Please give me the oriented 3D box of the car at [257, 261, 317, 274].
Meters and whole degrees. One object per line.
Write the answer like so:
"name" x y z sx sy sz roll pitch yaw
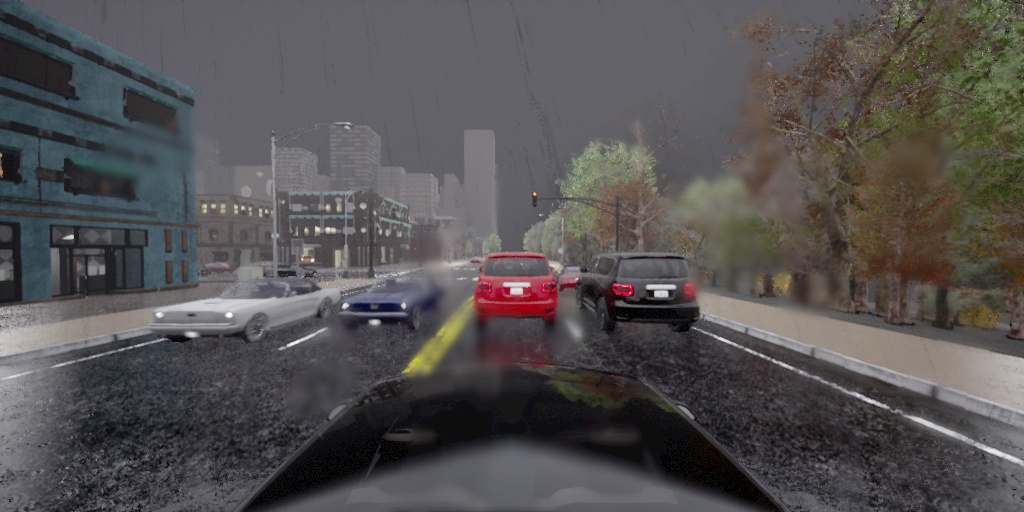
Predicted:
"car" -19.870 1.321 32.203 4.313 1.339 1.948 0 0 0

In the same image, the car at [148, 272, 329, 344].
"car" -6.572 1.287 9.568 1.895 1.301 4.718 0 0 0

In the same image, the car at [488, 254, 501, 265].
"car" -3.135 0.594 64.211 2.097 1.767 4.553 0 0 1

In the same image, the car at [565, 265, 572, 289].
"car" 3.399 1.165 20.309 1.994 1.385 4.181 0 0 0

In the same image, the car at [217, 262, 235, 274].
"car" -33.717 1.342 40.758 4.207 1.307 1.802 0 0 0

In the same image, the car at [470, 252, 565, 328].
"car" 0.125 0.896 11.168 2.150 2.045 5.566 0 1 0

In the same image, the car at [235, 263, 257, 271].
"car" -28.181 1.249 40.736 4.403 1.370 2.007 0 0 0

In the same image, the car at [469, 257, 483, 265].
"car" -6.382 0.843 64.076 1.895 1.301 4.718 0 0 1

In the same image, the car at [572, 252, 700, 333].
"car" 3.374 0.902 10.674 2.150 2.045 5.566 0 1 1

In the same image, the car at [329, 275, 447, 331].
"car" -3.317 1.277 10.869 1.895 1.301 4.718 0 0 0

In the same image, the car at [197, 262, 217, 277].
"car" -31.921 1.407 34.953 4.181 1.385 1.994 -1 1 0
